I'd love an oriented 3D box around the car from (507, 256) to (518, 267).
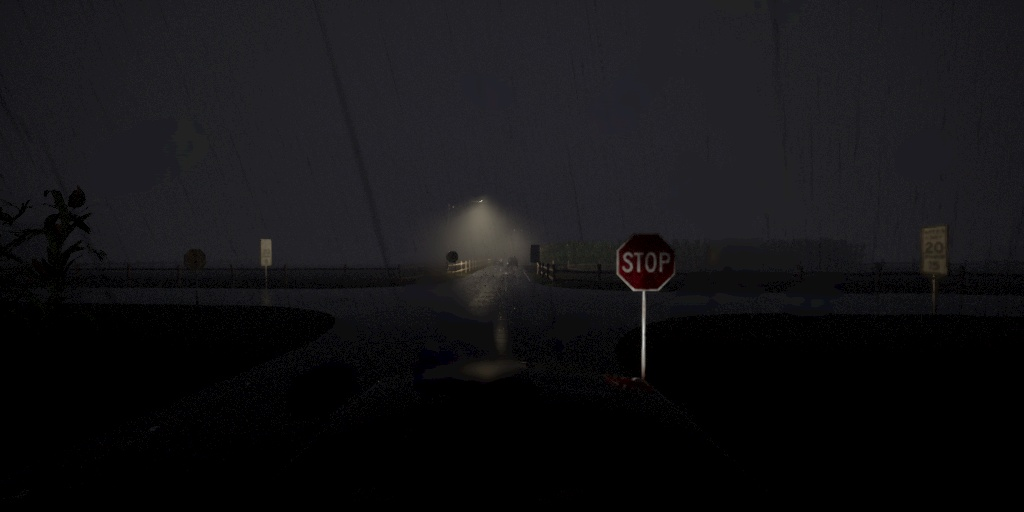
[{"bbox_3d":[0.139,1.190,63.621,1.837,1.490,4.892,0,0,0],"label":"car"}]
